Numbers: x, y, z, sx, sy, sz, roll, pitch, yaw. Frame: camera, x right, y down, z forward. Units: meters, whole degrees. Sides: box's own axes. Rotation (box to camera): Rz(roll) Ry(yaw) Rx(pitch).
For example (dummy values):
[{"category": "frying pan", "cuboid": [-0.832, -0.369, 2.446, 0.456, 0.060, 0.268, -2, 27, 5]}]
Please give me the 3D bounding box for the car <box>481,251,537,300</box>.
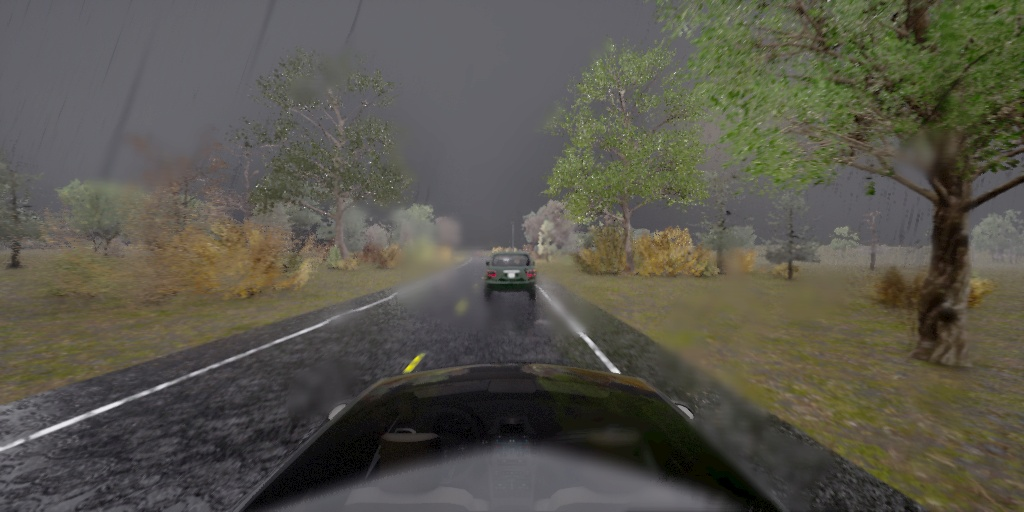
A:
[{"category": "car", "cuboid": [-0.065, 0.790, 16.642, 2.150, 2.045, 5.566, 0, 1, -1]}]
